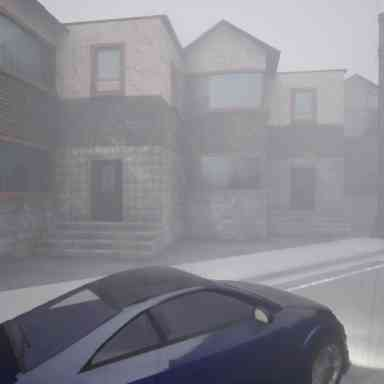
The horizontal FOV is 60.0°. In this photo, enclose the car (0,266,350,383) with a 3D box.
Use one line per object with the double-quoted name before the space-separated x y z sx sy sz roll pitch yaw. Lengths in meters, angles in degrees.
"car" -0.142 1.566 3.656 4.181 1.385 1.994 0 0 -35
